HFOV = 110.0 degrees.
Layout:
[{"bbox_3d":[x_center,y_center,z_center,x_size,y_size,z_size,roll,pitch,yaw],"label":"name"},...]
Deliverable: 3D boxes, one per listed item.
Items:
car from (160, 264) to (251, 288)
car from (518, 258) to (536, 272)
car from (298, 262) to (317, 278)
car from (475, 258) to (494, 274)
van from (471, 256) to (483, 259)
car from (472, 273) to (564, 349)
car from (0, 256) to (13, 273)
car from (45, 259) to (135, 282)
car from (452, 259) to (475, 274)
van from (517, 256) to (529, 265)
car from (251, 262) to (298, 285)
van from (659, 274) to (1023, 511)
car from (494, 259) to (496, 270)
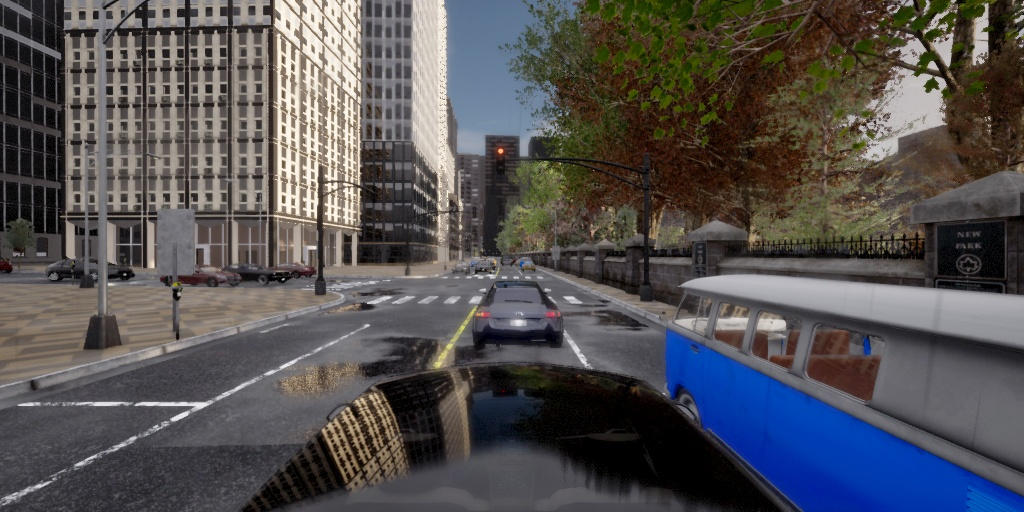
[{"bbox_3d":[-18.158,1.149,20.967,4.207,1.307,1.802,0,0,4],"label":"car"},{"bbox_3d":[2.114,1.260,46.341,1.751,1.417,4.829,0,0,-1],"label":"car"},{"bbox_3d":[-18.095,1.127,29.080,4.207,1.307,1.802,0,0,4],"label":"car"},{"bbox_3d":[-3.230,1.242,40.862,1.837,1.490,4.892,0,0,-3],"label":"car"},{"bbox_3d":[-6.332,1.064,62.462,1.690,1.789,3.998,0,0,-2],"label":"van"},{"bbox_3d":[0.098,1.313,9.202,1.994,1.385,4.181,0,0,-1],"label":"car"},{"bbox_3d":[-45.545,0.676,30.500,4.097,1.591,1.967,0,0,1],"label":"car"},{"bbox_3d":[-28.321,0.949,24.137,4.892,1.490,1.837,1,0,3],"label":"car"},{"bbox_3d":[-5.645,1.288,40.287,2.007,1.370,4.403,0,0,-1],"label":"car"},{"bbox_3d":[1.990,1.071,51.714,1.690,1.789,3.998,0,0,-1],"label":"van"},{"bbox_3d":[-17.028,1.174,23.422,4.718,1.301,1.895,1,0,4],"label":"car"},{"bbox_3d":[2.568,1.091,2.622,1.690,1.789,3.998,0,0,0],"label":"van"},{"bbox_3d":[-3.417,1.296,50.841,1.994,1.385,4.181,0,0,-2],"label":"car"}]
